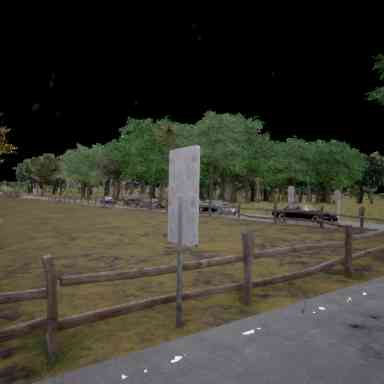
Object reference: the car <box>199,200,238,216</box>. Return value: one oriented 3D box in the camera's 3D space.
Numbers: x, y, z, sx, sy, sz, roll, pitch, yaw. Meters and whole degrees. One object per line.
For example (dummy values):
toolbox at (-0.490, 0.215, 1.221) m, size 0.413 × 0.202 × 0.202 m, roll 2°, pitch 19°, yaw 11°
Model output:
car at (2.444, 1.505, 32.689) m, size 2.128 × 1.511 × 4.902 m, roll 2°, pitch -1°, yaw -36°

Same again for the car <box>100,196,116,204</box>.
car at (-16.051, 1.577, 63.596) m, size 1.812 × 1.442 × 4.674 m, roll 2°, pitch -1°, yaw -35°

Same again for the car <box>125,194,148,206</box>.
car at (-8.862, 1.297, 53.580) m, size 2.150 × 2.045 × 5.566 m, roll 2°, pitch -1°, yaw -36°

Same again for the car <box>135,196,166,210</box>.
car at (-5.189, 1.572, 43.344) m, size 1.994 × 1.385 × 4.181 m, roll 2°, pitch -1°, yaw -38°

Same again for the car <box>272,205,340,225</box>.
car at (8.291, 1.618, 24.510) m, size 1.895 × 1.301 × 4.718 m, roll 2°, pitch -1°, yaw -36°
